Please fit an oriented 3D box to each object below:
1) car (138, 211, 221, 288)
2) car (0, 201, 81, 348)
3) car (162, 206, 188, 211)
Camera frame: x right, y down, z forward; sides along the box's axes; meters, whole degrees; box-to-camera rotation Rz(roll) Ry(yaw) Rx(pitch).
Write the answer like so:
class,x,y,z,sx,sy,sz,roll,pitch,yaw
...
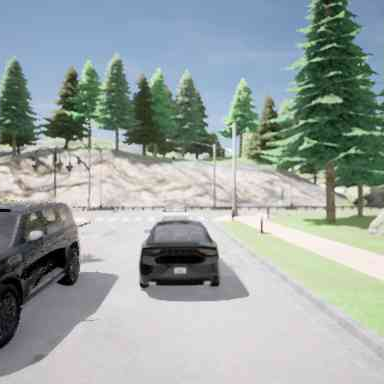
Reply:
class,x,y,z,sx,sy,sz,roll,pitch,yaw
car,-0.374,1.508,9.404,1.882,1.535,5.008,0,0,-3
car,-3.869,1.243,6.571,2.150,2.045,5.566,0,0,-3
car,-1.233,1.677,24.062,1.895,1.301,4.718,0,0,-4
